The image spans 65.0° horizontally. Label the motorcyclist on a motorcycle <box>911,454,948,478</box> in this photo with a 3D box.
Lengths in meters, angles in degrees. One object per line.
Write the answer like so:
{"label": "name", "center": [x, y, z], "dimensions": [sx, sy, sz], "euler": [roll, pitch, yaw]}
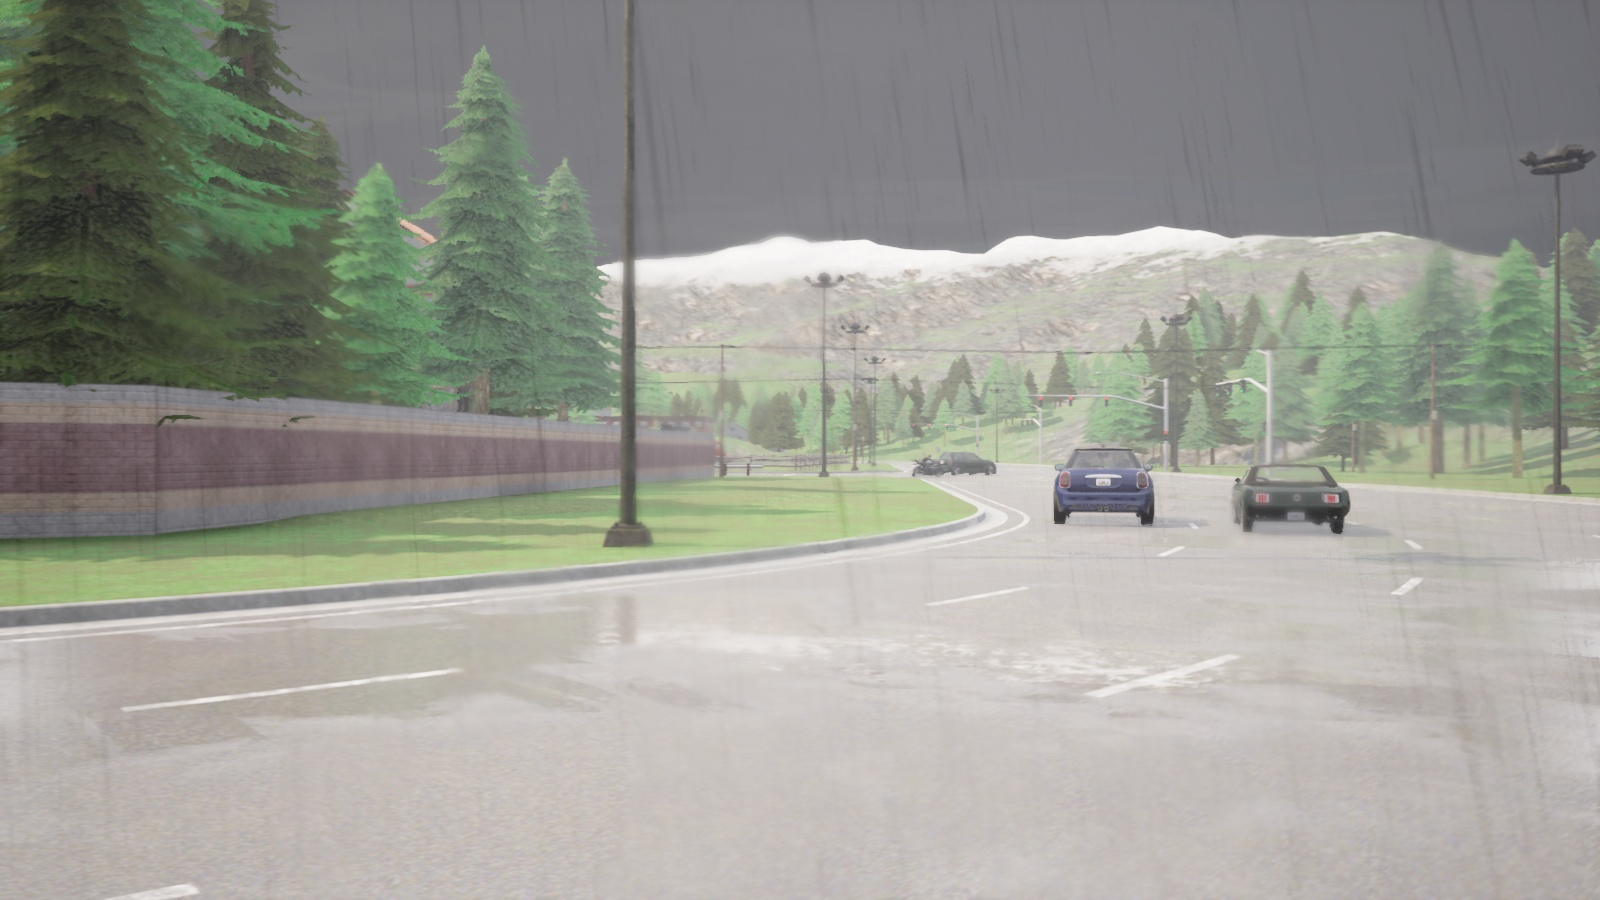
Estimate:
{"label": "motorcyclist on a motorcycle", "center": [8.403, 1.017, 81.390], "dimensions": [2.191, 1.530, 0.866], "euler": [0, -1, -20]}

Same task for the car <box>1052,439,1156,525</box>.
{"label": "car", "center": [6.839, 0.676, 28.338], "dimensions": [2.097, 1.767, 4.553], "euler": [0, 0, 13]}

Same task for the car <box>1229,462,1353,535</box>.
{"label": "car", "center": [9.816, 0.900, 25.431], "dimensions": [1.895, 1.301, 4.718], "euler": [0, 0, 16]}

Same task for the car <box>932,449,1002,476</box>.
{"label": "car", "center": [11.610, 0.850, 87.248], "dimensions": [4.553, 1.767, 2.097], "euler": [0, 0, -33]}

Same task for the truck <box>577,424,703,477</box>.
{"label": "truck", "center": [-10.605, 0.057, 83.659], "dimensions": [7.936, 3.462, 2.891], "euler": [0, 0, 3]}
